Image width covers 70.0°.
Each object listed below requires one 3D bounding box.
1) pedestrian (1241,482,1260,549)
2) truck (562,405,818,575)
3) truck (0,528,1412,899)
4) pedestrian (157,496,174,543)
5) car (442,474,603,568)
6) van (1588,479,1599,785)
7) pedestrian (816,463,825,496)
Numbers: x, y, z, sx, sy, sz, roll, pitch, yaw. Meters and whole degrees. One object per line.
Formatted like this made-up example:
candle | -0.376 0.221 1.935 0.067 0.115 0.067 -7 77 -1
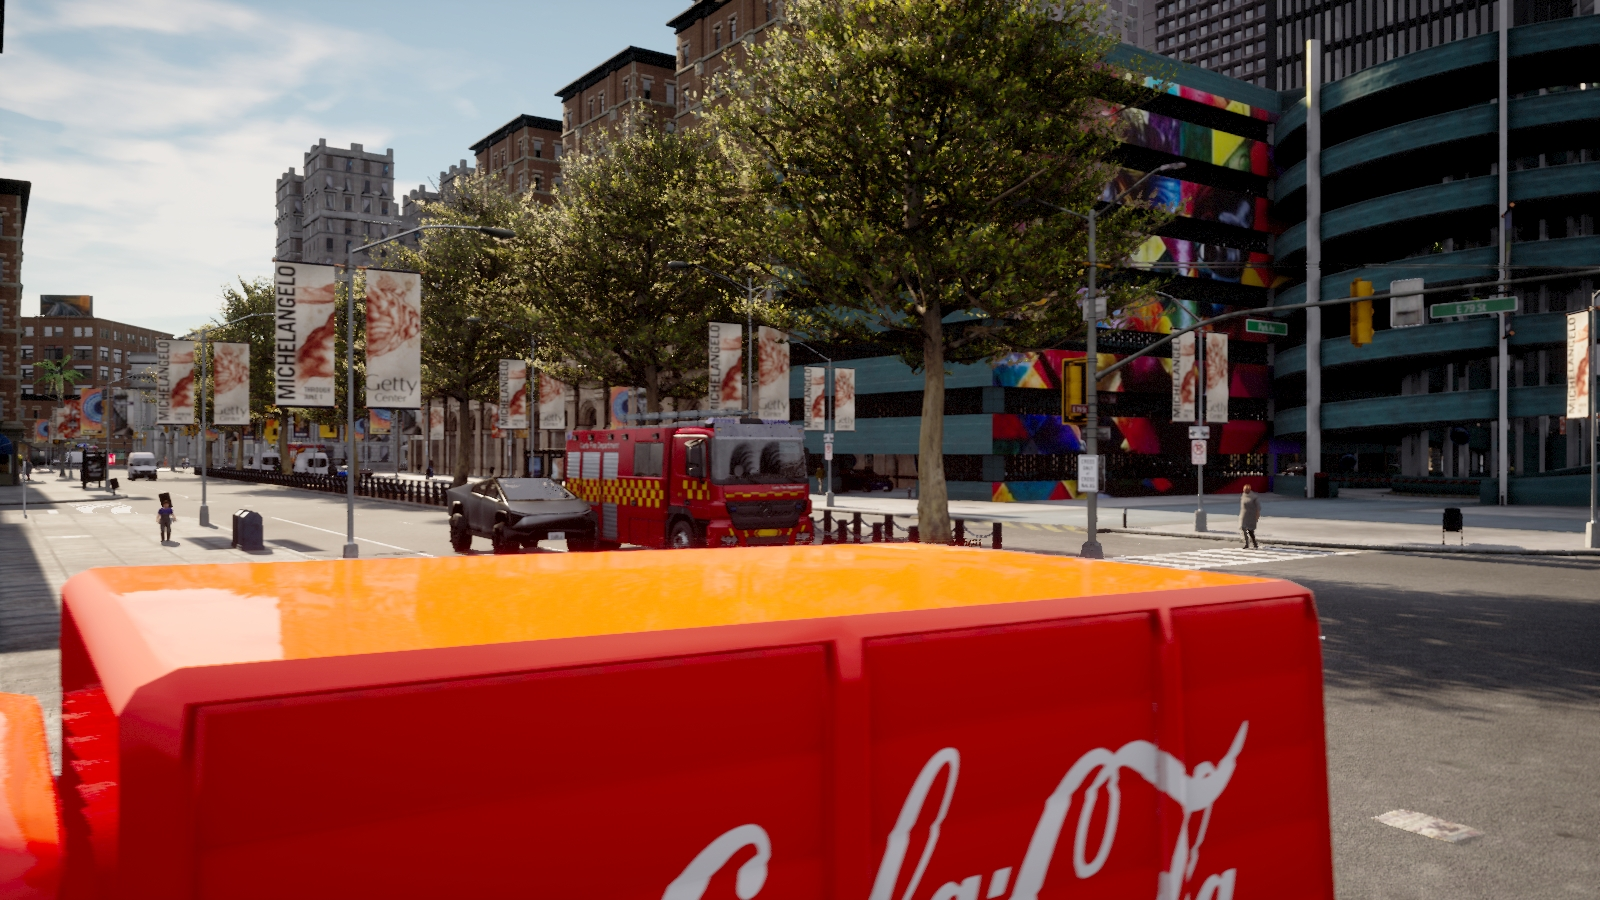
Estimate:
pedestrian | 12.831 1.859 32.538 0.375 1.860 0.375 0 0 -41
truck | -3.186 0.896 30.005 2.891 3.827 8.468 0 0 -35
truck | -1.034 1.580 3.058 5.204 2.467 2.627 1 -1 -35
pedestrian | -18.106 1.978 32.609 0.375 1.300 0.375 0 0 -35
car | -7.572 1.758 30.576 2.390 2.098 6.274 0 0 -31
van | 9.668 1.540 10.562 5.915 2.561 1.988 0 0 -35
pedestrian | 1.207 1.709 66.510 0.375 1.860 0.375 0 0 -31
